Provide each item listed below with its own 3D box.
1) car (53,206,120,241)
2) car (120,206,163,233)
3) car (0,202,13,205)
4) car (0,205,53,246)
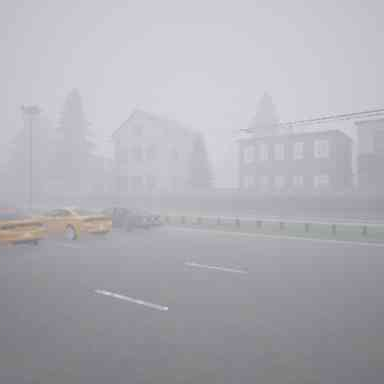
[{"bbox_3d":[-6.236,1.484,16.916,5.008,1.535,1.882,0,0,36],"label":"car"},{"bbox_3d":[-4.204,1.562,19.765,5.357,1.411,2.033,0,0,36],"label":"car"},{"bbox_3d":[-16.415,1.572,28.476,4.181,1.385,1.994,0,0,36],"label":"car"},{"bbox_3d":[-8.269,1.484,14.066,5.008,1.535,1.882,0,0,36],"label":"car"}]
